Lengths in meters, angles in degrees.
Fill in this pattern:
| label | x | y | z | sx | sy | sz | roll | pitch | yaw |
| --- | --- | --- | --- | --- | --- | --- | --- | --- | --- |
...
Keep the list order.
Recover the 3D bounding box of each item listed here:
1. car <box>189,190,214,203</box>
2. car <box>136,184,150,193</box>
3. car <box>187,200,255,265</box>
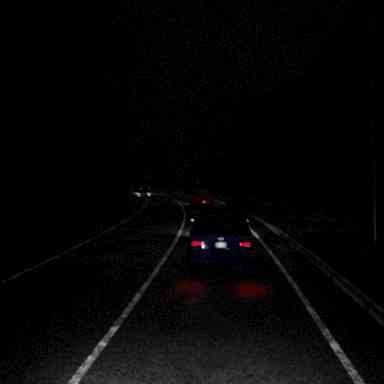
| label | x | y | z | sx | sy | sz | roll | pitch | yaw |
| --- | --- | --- | --- | --- | --- | --- | --- | --- | --- |
| car | 0.784 | 0.516 | 29.078 | 1.882 | 1.535 | 5.008 | 1 | 2 | -5 |
| car | -8.503 | -0.639 | 57.497 | 1.882 | 1.535 | 5.008 | 2 | 2 | -18 |
| car | 0.876 | 1.239 | 10.529 | 2.033 | 1.411 | 5.357 | 1 | 2 | 4 |
